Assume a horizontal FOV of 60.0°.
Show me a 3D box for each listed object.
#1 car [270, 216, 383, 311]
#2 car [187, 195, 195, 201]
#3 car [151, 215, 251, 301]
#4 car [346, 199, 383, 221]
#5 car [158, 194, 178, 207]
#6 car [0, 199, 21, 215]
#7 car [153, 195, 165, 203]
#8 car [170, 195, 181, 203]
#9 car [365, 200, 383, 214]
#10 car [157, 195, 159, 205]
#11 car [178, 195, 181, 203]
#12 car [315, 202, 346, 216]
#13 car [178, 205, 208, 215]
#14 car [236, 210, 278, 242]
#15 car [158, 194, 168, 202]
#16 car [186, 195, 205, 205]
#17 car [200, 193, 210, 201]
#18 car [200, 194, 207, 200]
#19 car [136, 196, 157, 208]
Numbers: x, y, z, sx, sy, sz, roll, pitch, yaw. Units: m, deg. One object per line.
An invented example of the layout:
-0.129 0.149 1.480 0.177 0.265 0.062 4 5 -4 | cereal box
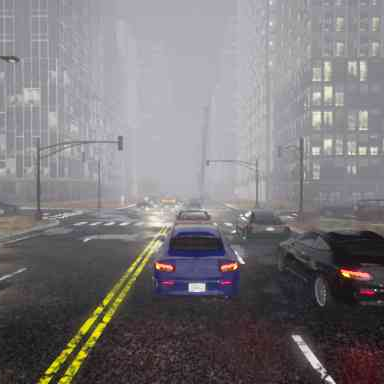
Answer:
3.336 1.522 7.621 1.812 1.442 4.674 0 0 0 | car
-0.172 1.515 81.643 1.895 1.301 4.718 0 0 0 | car
0.084 1.522 8.184 1.812 1.442 4.674 0 0 0 | car
16.144 1.520 27.942 5.009 1.841 2.192 1 0 1 | car
-3.447 1.442 49.245 1.882 1.535 5.008 0 0 0 | car
-18.525 1.357 31.010 4.892 1.490 1.837 1 1 2 | car
-6.665 1.448 66.937 1.837 1.490 4.892 0 0 0 | car
-3.397 1.418 69.152 1.882 1.535 5.008 0 0 0 | car
21.734 1.643 36.240 4.829 1.417 1.752 1 0 1 | car
-6.702 1.460 57.583 1.837 1.490 4.892 0 0 0 | car
-3.451 1.554 58.624 1.895 1.301 4.718 0 0 0 | car
15.031 1.702 33.729 4.718 1.301 1.895 0 1 1 | car
0.066 1.591 17.350 1.895 1.301 4.718 0 0 0 | car
3.320 1.555 16.190 1.994 1.385 4.181 0 0 -1 | car
-6.663 1.285 76.862 2.097 1.767 4.553 0 0 0 | car
0.205 1.516 46.001 2.033 1.411 5.357 0 0 -2 | car
3.085 1.144 78.733 2.150 2.045 5.566 0 0 0 | car
3.062 1.338 89.151 1.895 1.301 4.718 0 0 0 | car
-6.698 1.513 47.845 2.033 1.411 5.357 0 0 0 | car
